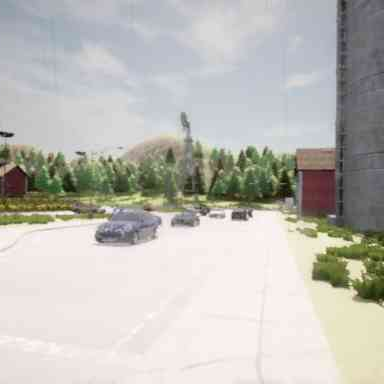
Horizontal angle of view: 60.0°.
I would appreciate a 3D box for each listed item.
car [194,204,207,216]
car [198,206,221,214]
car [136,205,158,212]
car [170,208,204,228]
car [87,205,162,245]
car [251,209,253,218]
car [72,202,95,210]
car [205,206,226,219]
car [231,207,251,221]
[{"bbox_3d":[0.858,2.904,53.256,3.866,1.878,1.905,1,-2,14],"label":"car"},{"bbox_3d":[3.534,3.541,66.469,4.193,1.474,1.816,1,-2,14],"label":"car"},{"bbox_3d":[-9.239,3.340,68.402,3.905,1.438,1.784,1,-2,14],"label":"car"},{"bbox_3d":[-0.572,2.453,30.338,1.994,1.385,4.181,1,-2,13],"label":"car"},{"bbox_3d":[-3.468,1.826,18.325,2.097,1.767,4.553,1,-2,14],"label":"car"},{"bbox_3d":[8.521,3.090,52.708,2.097,1.767,4.553,1,-2,14],"label":"car"},{"bbox_3d":[-14.449,2.378,46.554,4.605,1.855,1.932,1,-2,14],"label":"car"},{"bbox_3d":[3.626,3.007,47.369,1.812,1.442,4.674,1,-2,14],"label":"car"},{"bbox_3d":[6.134,2.870,42.601,1.882,1.535,5.008,1,-2,14],"label":"car"}]
